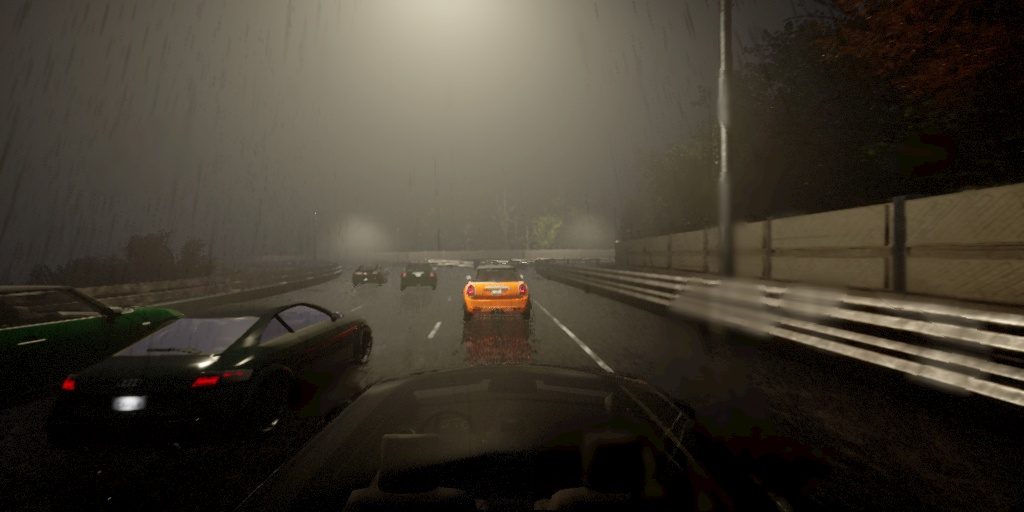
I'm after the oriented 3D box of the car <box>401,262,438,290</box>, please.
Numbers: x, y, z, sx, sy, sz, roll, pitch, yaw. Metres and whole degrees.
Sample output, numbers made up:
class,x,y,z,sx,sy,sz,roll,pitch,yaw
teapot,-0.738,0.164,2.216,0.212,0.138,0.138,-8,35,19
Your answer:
class,x,y,z,sx,sy,sz,roll,pitch,yaw
car,-5.928,1.148,23.181,2.097,1.767,4.553,-1,0,-11

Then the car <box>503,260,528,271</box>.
class,x,y,z,sx,sy,sz,roll,pitch,yaw
car,0.569,1.293,47.966,1.895,1.301,4.718,-1,0,20

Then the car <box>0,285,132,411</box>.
class,x,y,z,sx,sy,sz,roll,pitch,yaw
car,-7.159,1.182,5.101,2.097,1.767,4.553,-1,0,-2

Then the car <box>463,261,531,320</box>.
class,x,y,z,sx,sy,sz,roll,pitch,yaw
car,-0.588,1.096,12.856,2.097,1.767,4.553,-1,0,-4

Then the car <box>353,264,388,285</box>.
class,x,y,z,sx,sy,sz,roll,pitch,yaw
car,-10.062,1.333,25.666,2.128,1.511,4.902,-1,0,-13

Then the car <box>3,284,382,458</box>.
class,x,y,z,sx,sy,sz,roll,pitch,yaw
car,-3.676,1.353,5.382,1.994,1.385,4.181,-1,0,-2
